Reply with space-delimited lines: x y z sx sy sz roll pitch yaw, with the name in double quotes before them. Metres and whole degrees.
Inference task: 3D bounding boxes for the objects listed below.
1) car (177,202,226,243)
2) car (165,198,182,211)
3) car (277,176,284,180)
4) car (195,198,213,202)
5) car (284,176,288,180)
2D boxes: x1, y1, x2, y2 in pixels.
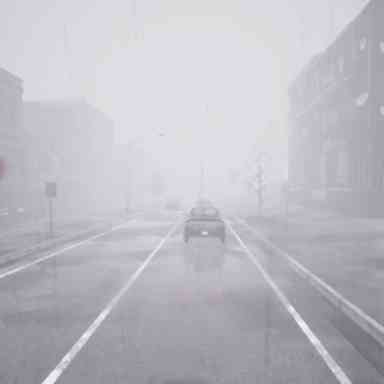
"car" 0.603 1.485 16.169 2.128 1.511 4.902 0 0 2
"car" -2.227 1.444 41.227 1.882 1.535 5.008 0 0 2
"car" 25.539 -3.688 90.192 2.097 1.535 5.008 0 1 -2
"car" 1.407 1.475 39.651 2.128 1.511 4.902 0 0 2
"car" 25.817 -3.709 84.673 2.185 1.767 4.553 0 1 -3
